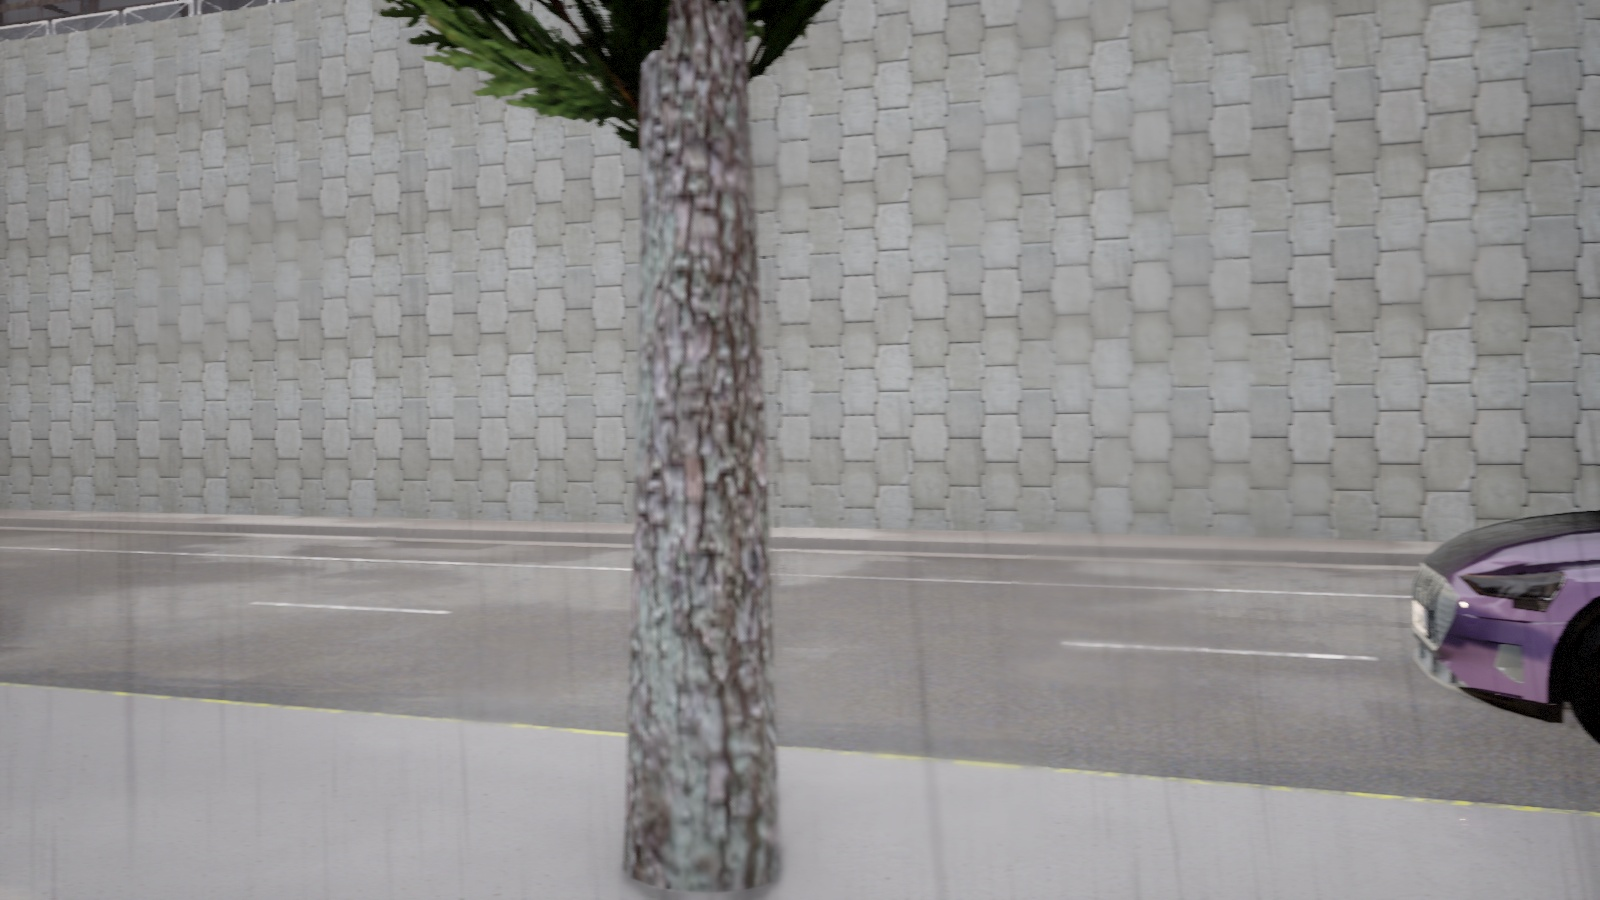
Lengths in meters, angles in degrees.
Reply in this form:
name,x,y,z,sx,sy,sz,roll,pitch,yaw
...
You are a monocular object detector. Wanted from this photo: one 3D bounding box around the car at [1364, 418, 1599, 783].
name,x,y,z,sx,sy,sz,roll,pitch,yaw
car,5.503,0.680,6.088,4.856,1.649,2.033,1,1,19
